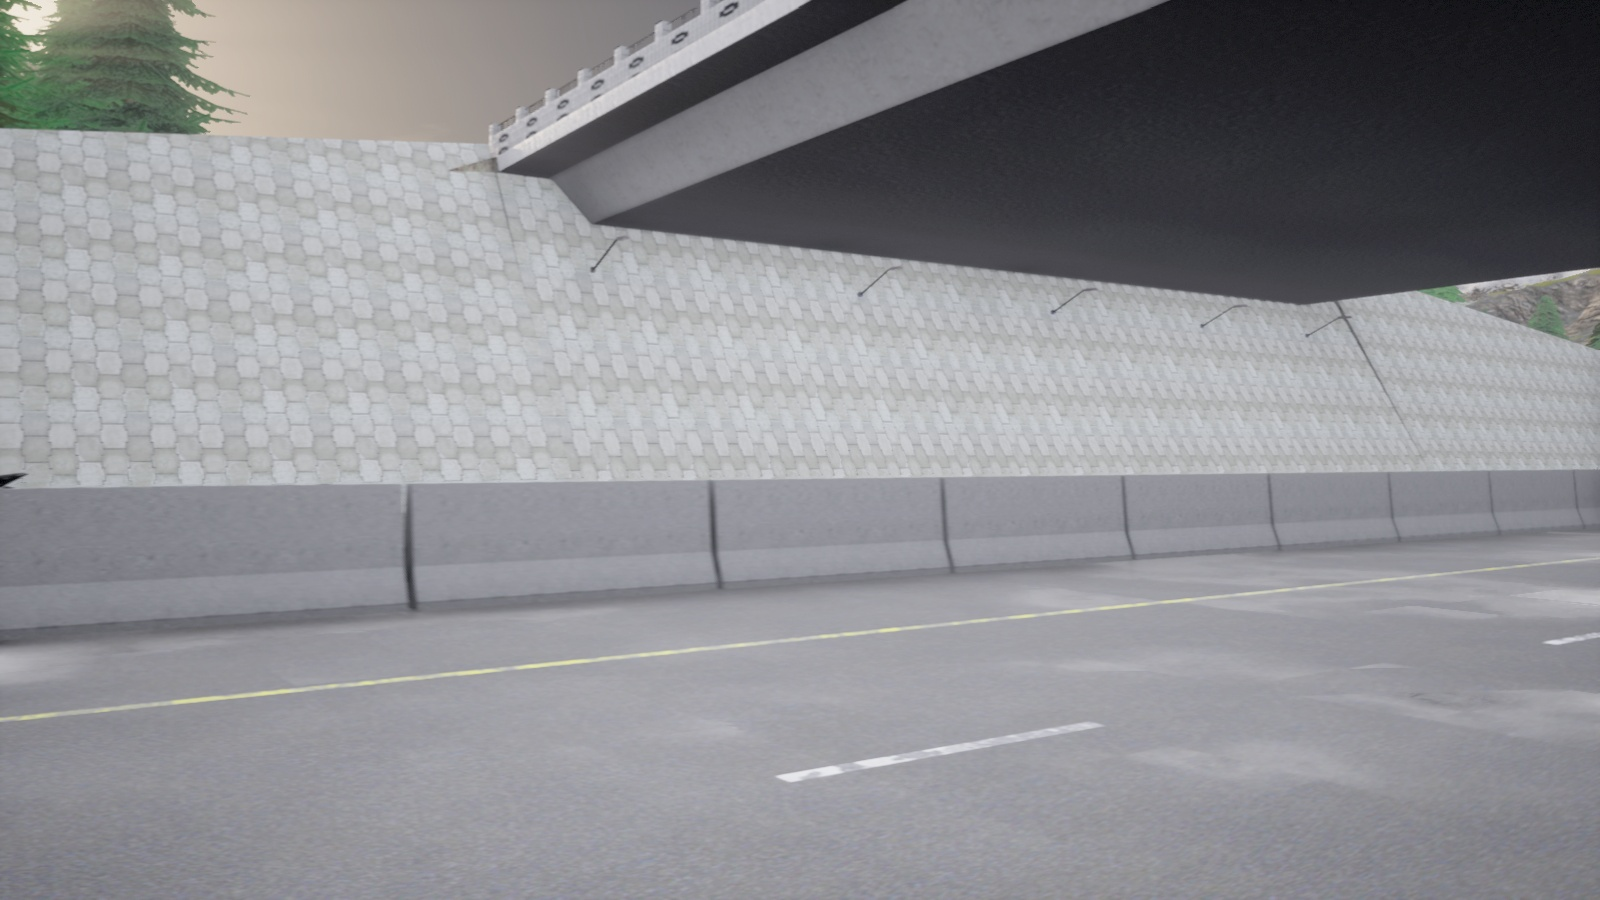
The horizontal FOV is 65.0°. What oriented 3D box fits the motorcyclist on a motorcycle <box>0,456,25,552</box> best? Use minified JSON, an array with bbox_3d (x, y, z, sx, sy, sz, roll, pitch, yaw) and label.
[{"bbox_3d":[-13.543,0.857,19.818,2.191,1.530,0.866,0,0,-35],"label":"motorcyclist on a motorcycle"}]
